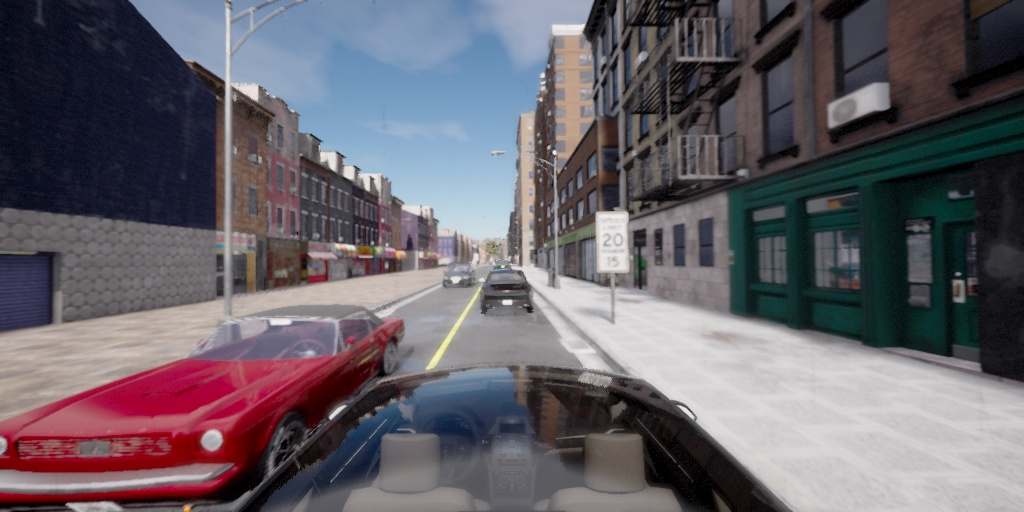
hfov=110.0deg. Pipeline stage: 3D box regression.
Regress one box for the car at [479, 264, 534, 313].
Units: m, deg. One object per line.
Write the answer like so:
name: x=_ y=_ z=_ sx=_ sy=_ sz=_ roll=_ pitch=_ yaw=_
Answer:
car: x=-0.223 y=1.256 z=13.995 sx=1.837 sy=1.490 sz=4.892 roll=-1 pitch=0 yaw=-2

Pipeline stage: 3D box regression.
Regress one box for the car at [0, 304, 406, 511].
car: x=-2.886 y=1.382 z=4.617 sx=1.895 sy=1.301 sz=4.718 roll=-1 pitch=0 yaw=-2

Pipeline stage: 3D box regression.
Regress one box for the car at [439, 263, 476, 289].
car: x=-3.474 y=1.305 z=24.150 sx=2.128 sy=1.511 sz=4.902 roll=-1 pitch=0 yaw=-2

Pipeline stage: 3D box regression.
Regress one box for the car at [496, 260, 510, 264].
car: x=-1.047 y=1.264 z=40.974 sx=2.097 sy=1.767 sz=4.553 roll=-1 pitch=-1 yaw=-2
